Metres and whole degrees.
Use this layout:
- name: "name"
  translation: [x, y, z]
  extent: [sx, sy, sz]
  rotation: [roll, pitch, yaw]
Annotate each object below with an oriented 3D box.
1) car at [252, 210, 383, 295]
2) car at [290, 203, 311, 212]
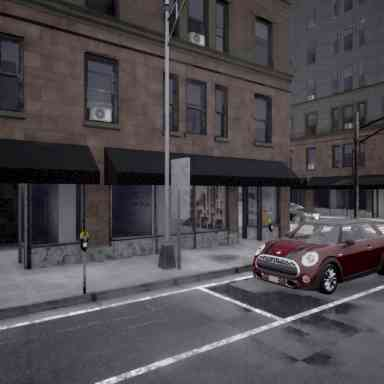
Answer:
- name: "car"
  translation: [3.464, 1.440, 8.670]
  extent: [4.097, 1.590, 1.967]
  rotation: [0, 0, -36]
- name: "car"
  translation: [7.071, 1.537, 24.623]
  extent: [2.128, 1.511, 4.902]
  rotation: [0, 0, -35]
